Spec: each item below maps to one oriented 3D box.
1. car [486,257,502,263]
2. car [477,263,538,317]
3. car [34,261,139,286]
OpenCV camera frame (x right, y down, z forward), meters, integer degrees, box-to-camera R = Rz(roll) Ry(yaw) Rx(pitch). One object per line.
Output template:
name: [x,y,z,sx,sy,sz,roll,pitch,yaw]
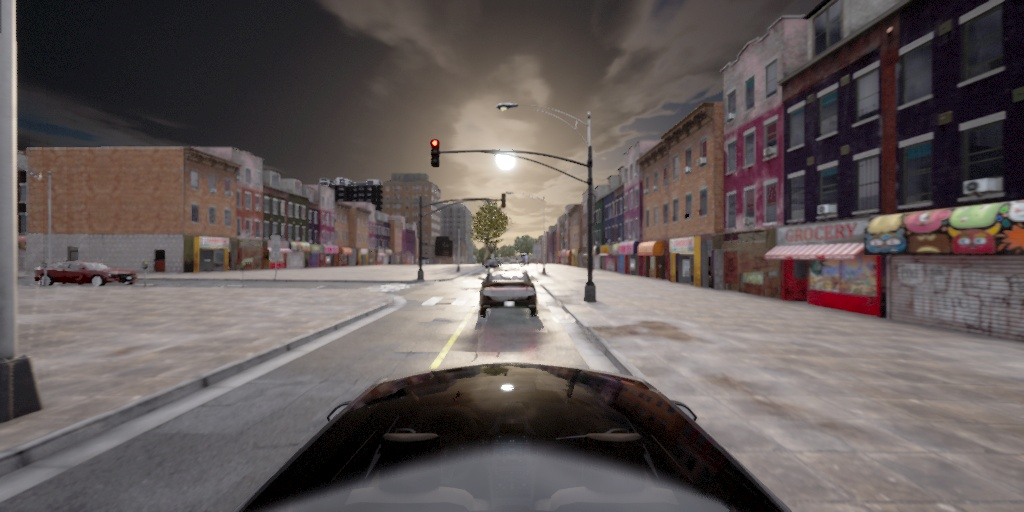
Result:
car: [-2.848,1.182,51.937,1.994,1.385,4.181,0,0,0]
car: [-0.206,1.165,12.852,2.128,1.511,4.902,0,0,-3]
car: [-23.249,0.948,19.674,4.507,1.381,1.888,0,0,0]
